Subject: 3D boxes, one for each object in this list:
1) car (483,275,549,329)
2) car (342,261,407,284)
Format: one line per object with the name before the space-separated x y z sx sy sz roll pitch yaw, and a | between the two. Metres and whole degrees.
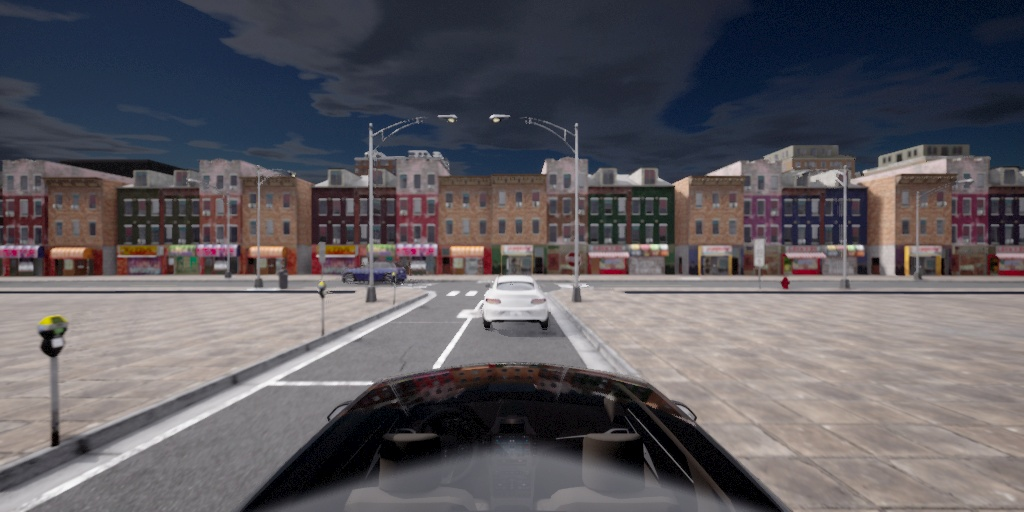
car | 0.102 1.318 11.371 1.812 1.442 4.674 0 0 0
car | -10.449 1.191 27.197 4.553 1.767 2.097 0 0 5
